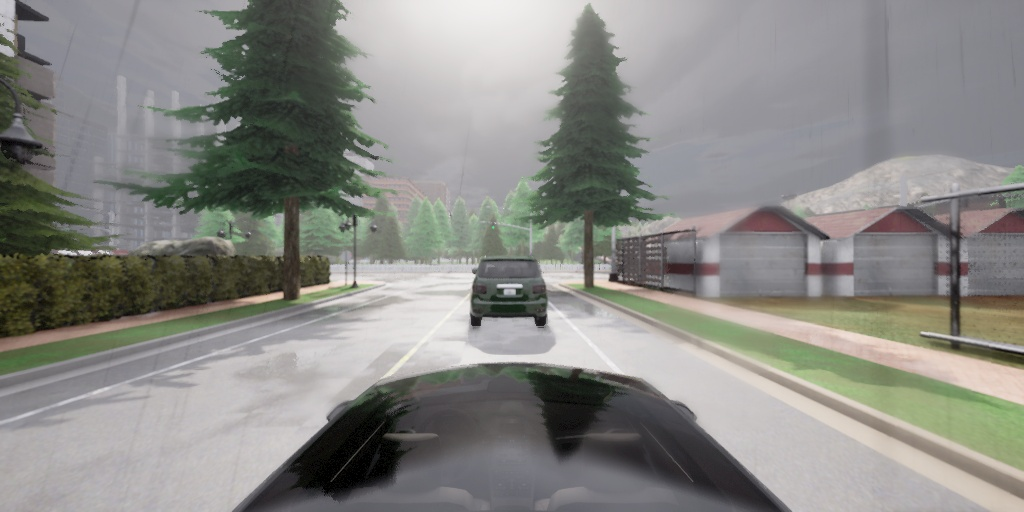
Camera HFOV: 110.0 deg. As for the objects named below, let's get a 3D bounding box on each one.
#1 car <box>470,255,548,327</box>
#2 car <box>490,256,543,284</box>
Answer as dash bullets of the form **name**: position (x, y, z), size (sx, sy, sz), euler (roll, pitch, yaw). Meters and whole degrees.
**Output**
- **car**: position (-0.154, 0.998, 11.799), size (2.150, 2.045, 5.566), euler (0, 0, -2)
- **car**: position (0.532, 1.063, 29.289), size (2.150, 2.045, 5.566), euler (-2, -1, 26)
